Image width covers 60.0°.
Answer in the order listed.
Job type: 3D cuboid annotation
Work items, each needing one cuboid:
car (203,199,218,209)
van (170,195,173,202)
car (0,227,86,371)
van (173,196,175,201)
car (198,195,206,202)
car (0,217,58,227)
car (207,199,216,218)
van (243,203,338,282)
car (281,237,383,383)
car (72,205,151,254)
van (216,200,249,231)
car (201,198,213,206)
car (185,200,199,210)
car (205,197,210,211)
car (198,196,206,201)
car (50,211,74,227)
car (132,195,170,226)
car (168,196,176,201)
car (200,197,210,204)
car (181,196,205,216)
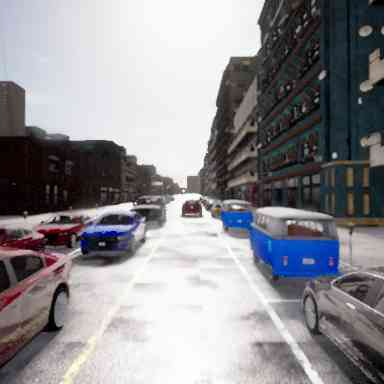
[{"bbox_3d":[2.695,1.757,48.635,1.947,1.339,4.313,1,0,0],"label":"car"},{"bbox_3d":[-5.684,1.603,70.916,1.690,1.788,3.998,1,0,0],"label":"van"},{"bbox_3d":[-3.089,1.495,4.043,1.882,1.535,5.008,0,0,0],"label":"car"},{"bbox_3d":[-5.685,1.635,82.076,1.690,1.788,3.998,1,0,0],"label":"van"},{"bbox_3d":[2.692,1.750,87.700,1.967,1.590,4.097,1,0,0],"label":"car"},{"bbox_3d":[-5.681,1.623,9.533,1.802,1.307,4.206,1,0,0],"label":"car"},{"bbox_3d":[2.698,1.658,32.062,1.752,1.417,4.829,1,0,0],"label":"car"},{"bbox_3d":[2.703,1.383,9.570,1.690,1.788,3.998,1,0,0],"label":"van"},{"bbox_3d":[2.701,1.569,3.990,2.008,1.369,4.403,1,0,0],"label":"car"},{"bbox_3d":[-3.088,1.537,13.956,1.882,1.535,5.008,0,0,0],"label":"car"},{"bbox_3d":[2.702,1.429,20.733,1.690,1.788,3.998,1,0,0],"label":"van"},{"bbox_3d":[2.694,1.772,59.797,1.887,1.381,4.507,1,0,0],"label":"car"},{"bbox_3d":[0.015,1.785,46.335,1.895,1.301,4.718,0,0,0],"label":"car"},{"bbox_3d":[2.696,1.738,43.054,1.947,1.339,4.313,1,0,0],"label":"car"},{"bbox_3d":[2.690,1.875,93.279,2.008,1.369,4.403,1,0,0],"label":"car"},{"bbox_3d":[-5.681,1.609,15.114,1.887,1.381,4.507,1,0,0],"label":"car"},{"bbox_3d":[-3.088,1.325,24.643,2.150,2.045,5.566,0,0,0],"label":"car"},{"bbox_3d":[-5.691,1.868,93.236,1.887,1.381,4.507,1,0,0],"label":"car"},{"bbox_3d":[2.693,1.813,70.959,2.008,1.369,4.403,1,0,0],"label":"car"},{"bbox_3d":[-0.003,1.491,34.058,2.097,1.767,4.553,0,0,0],"label":"car"}]
